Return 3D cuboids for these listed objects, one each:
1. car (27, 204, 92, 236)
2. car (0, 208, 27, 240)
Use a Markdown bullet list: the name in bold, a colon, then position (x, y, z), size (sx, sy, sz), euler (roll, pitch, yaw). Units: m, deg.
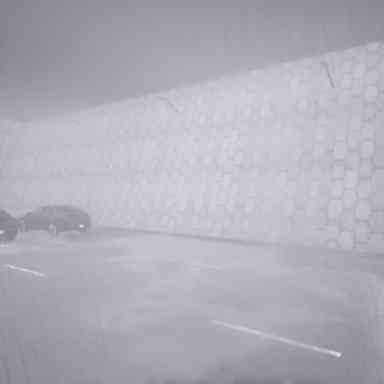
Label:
- **car**: position (-7.461, 1.427, 17.917), size (4.892, 1.490, 1.837), euler (0, 0, 36)
- **car**: position (-9.950, 1.424, 15.394), size (4.892, 1.490, 1.837), euler (0, 0, 36)
